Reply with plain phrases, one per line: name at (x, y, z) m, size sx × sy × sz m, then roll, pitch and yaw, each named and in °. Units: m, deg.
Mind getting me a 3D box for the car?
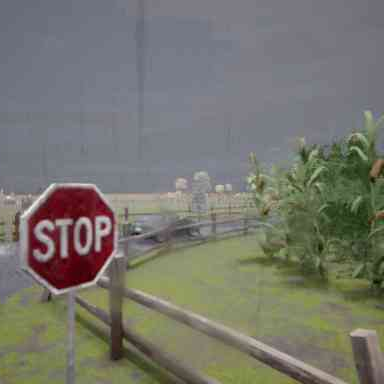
car at (-1.470, 1.786, 17.752) m, size 1.994 × 1.385 × 4.181 m, roll 0°, pitch 0°, yaw 35°
